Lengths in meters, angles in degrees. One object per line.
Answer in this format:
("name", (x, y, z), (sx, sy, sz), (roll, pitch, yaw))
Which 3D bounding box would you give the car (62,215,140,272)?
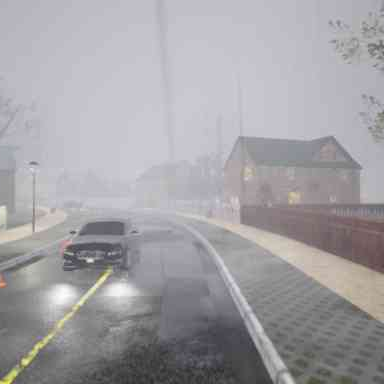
("car", (-2.852, 1.594, 11.280), (1.837, 1.490, 4.892), (0, 0, -3))

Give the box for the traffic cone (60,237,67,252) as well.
("traffic cone", (-5.032, 2.059, 13.127), (0.340, 0.580, 0.340), (0, 0, -4))

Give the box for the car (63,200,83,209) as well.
("car", (-19.354, 1.969, 53.934), (1.895, 1.301, 4.718), (1, -1, -37))

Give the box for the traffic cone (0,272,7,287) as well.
("traffic cone", (-4.828, 2.023, 8.237), (0.340, 0.580, 0.340), (0, 0, -2))
